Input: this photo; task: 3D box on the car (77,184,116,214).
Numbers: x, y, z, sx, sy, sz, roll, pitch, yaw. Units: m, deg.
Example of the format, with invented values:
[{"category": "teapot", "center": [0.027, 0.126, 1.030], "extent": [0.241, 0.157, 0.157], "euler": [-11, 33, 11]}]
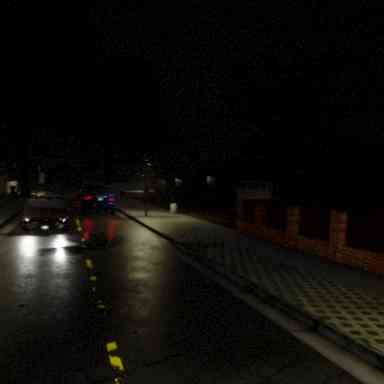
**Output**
[{"category": "car", "center": [-6.888, 0.443, 24.141], "extent": [2.150, 2.045, 5.566], "euler": [3, 1, -21]}]

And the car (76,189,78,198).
[{"category": "car", "center": [-12.418, 0.146, 38.782], "extent": [1.882, 1.535, 5.008], "euler": [3, 1, -21]}]

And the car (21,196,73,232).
[{"category": "car", "center": [-6.726, 0.924, 15.662], "extent": [2.033, 1.411, 5.357], "euler": [3, 1, -21]}]
